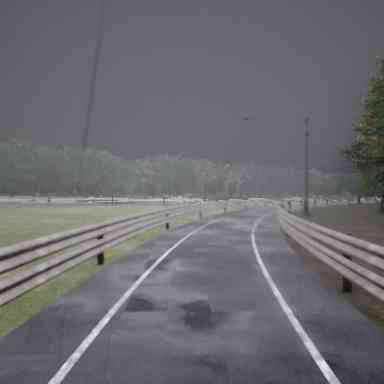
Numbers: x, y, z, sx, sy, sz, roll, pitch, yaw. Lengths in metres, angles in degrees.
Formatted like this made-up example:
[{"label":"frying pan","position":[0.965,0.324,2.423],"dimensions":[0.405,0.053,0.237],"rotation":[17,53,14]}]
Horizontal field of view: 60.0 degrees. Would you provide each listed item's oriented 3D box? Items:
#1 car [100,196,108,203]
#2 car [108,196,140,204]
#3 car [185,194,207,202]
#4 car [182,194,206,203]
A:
[{"label":"car","position":[-14.885,1.595,66.096],"dimensions":[5.357,1.411,2.033],"rotation":[1,-1,-39]},{"label":"car","position":[-12.663,1.576,63.392],"dimensions":[5.357,1.411,2.033],"rotation":[1,-1,-39]},{"label":"car","position":[1.070,1.545,83.385],"dimensions":[5.566,2.045,2.150],"rotation":[1,-1,-39]},{"label":"car","position":[0.157,1.493,78.164],"dimensions":[5.566,2.045,2.150],"rotation":[1,-1,-39]}]
